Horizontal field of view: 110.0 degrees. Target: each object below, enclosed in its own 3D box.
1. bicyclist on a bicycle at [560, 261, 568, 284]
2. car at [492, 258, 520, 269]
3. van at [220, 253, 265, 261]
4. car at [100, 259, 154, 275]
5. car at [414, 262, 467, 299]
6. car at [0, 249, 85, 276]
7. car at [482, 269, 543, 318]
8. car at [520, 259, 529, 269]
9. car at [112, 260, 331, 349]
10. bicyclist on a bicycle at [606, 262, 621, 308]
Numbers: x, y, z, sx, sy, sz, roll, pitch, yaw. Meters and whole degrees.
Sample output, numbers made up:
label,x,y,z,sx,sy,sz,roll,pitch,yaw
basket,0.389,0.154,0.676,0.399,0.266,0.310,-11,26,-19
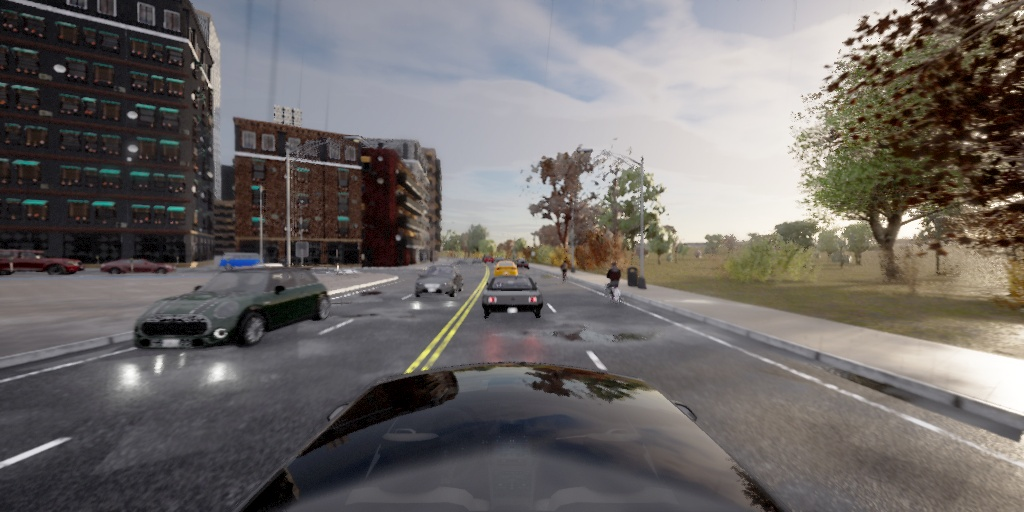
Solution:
label,x,y,z,sx,sy,sz,roll,pitch,yaw
bicyclist on a bicycle,3.699,1.167,25.335,0.582,1.620,1.656,0,0,-2
car,-0.572,1.187,31.011,1.882,1.535,5.008,0,0,-2
van,-28.742,0.616,38.319,3.998,1.789,1.690,0,0,-32
car,-29.205,0.849,28.174,4.207,1.307,1.802,0,0,-32
car,-3.572,1.224,18.199,2.128,1.511,4.902,0,0,-1
car,-33.994,0.503,25.209,5.009,1.841,2.192,0,0,-32
car,-0.019,1.337,12.964,1.895,1.301,4.718,0,0,-1
car,1.366,1.174,53.077,1.837,1.490,4.892,0,0,-4
car,-6.667,1.097,9.220,2.097,1.767,4.553,0,0,-1
bicyclist on a bicycle,3.998,1.102,14.264,0.659,1.776,1.843,0,0,-1
